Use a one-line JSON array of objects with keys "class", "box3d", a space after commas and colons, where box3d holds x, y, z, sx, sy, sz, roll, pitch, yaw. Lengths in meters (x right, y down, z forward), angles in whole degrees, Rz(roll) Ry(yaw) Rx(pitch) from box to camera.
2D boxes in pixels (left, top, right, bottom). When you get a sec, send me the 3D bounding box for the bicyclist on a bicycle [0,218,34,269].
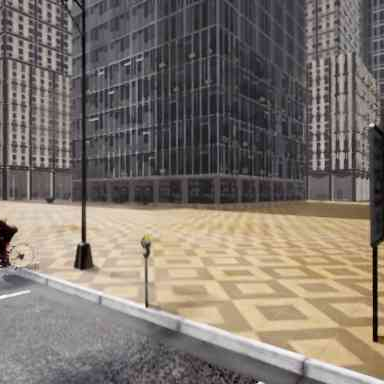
[{"class": "bicyclist on a bicycle", "box3d": [-4.711, 1.268, 8.101, 0.582, 1.620, 1.656, 1, 10, 38]}]
